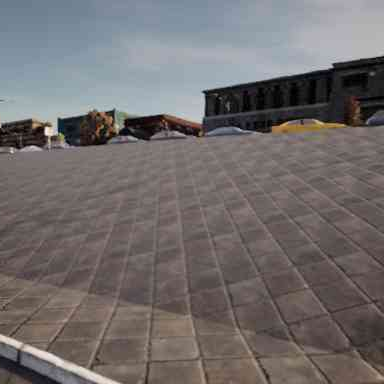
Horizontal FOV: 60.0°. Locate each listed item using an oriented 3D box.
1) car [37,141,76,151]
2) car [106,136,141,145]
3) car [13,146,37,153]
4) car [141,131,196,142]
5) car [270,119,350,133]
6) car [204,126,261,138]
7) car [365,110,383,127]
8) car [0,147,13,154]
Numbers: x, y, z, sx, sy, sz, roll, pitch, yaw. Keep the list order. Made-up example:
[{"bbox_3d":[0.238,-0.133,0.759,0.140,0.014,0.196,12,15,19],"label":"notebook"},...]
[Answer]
[{"bbox_3d":[-14.931,-4.900,37.584,4.553,1.767,2.185,2,1,35],"label":"car"},{"bbox_3d":[-6.029,-4.500,31.233,4.892,1.521,2.231,2,1,35],"label":"car"},{"bbox_3d":[-19.404,-4.871,40.777,4.674,1.452,2.002,2,1,35],"label":"car"},{"bbox_3d":[-1.533,-4.350,28.035,4.892,1.521,2.231,2,1,35],"label":"car"},{"bbox_3d":[7.691,-4.007,21.877,5.008,1.535,2.097,2,1,33],"label":"car"},{"bbox_3d":[3.045,-4.141,24.907,4.674,1.452,2.002,2,1,34],"label":"car"},{"bbox_3d":[12.382,-3.960,18.958,4.553,1.767,2.185,2,1,32],"label":"car"},{"bbox_3d":[-24.021,-5.177,44.070,4.553,1.767,2.185,2,1,35],"label":"car"}]
